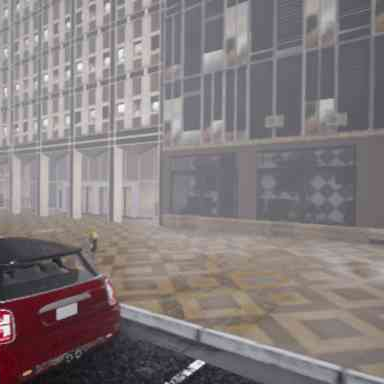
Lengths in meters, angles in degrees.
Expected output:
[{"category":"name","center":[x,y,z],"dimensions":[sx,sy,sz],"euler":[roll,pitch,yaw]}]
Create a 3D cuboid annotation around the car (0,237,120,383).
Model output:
[{"category":"car","center":[-3.046,1.414,5.030],"dimensions":[4.097,1.590,1.967],"euler":[0,1,35]}]
